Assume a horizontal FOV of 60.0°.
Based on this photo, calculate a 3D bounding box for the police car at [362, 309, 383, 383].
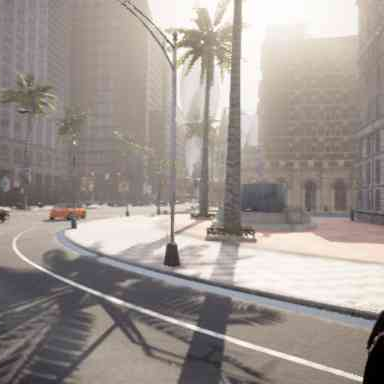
[{"bbox_3d":[4.148,1.547,2.316,5.238,1.638,1.930,0,-1,31],"label":"police car"}]

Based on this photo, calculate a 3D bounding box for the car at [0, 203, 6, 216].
[{"bbox_3d":[-23.179,1.975,36.890,1.812,1.442,4.674,1,-1,10],"label":"car"}]

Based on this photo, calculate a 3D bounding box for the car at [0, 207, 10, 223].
[{"bbox_3d":[-16.526,1.822,26.791,2.128,1.511,4.902,1,-1,-5],"label":"car"}]

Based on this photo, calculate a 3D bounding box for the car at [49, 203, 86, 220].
[{"bbox_3d":[-12.608,1.899,34.097,2.097,1.767,4.553,1,-1,7],"label":"car"}]
